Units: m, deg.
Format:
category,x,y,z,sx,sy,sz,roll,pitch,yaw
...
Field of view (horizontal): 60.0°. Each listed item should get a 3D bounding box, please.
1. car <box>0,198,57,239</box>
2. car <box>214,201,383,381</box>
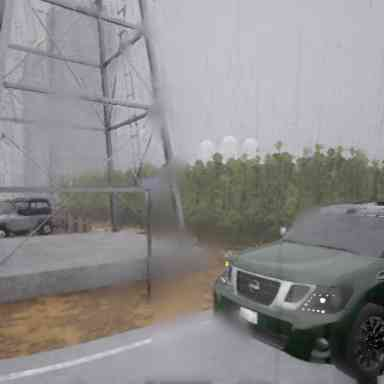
category,x,y,z,sx,sy,sz,roll,pitch,yaw
car,-8.023,1.214,15.002,1.905,1.878,3.866,0,0,24
car,3.003,1.216,5.802,5.566,2.045,2.150,0,0,-34
